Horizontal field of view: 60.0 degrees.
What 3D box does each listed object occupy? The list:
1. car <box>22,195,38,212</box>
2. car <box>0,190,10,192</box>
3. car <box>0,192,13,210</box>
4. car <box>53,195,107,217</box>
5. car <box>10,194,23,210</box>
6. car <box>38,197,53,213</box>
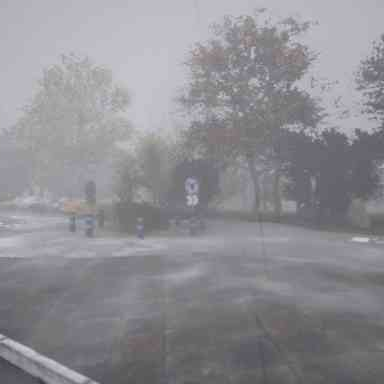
[{"bbox_3d":[-14.244,1.302,34.142,2.163,1.488,4.792,1,1,36],"label":"car"},{"bbox_3d":[-23.170,0.801,40.694,2.435,2.045,5.566,1,1,36],"label":"car"},{"bbox_3d":[-18.818,1.159,37.270,1.946,1.575,5.366,1,1,36],"label":"car"},{"bbox_3d":[-9.847,1.380,30.979,2.097,1.535,5.008,1,1,36],"label":"car"},{"bbox_3d":[-16.470,1.257,35.791,2.002,1.452,4.674,1,1,36],"label":"car"},{"bbox_3d":[-12.066,1.200,32.635,2.185,1.767,4.553,1,1,36],"label":"car"}]
